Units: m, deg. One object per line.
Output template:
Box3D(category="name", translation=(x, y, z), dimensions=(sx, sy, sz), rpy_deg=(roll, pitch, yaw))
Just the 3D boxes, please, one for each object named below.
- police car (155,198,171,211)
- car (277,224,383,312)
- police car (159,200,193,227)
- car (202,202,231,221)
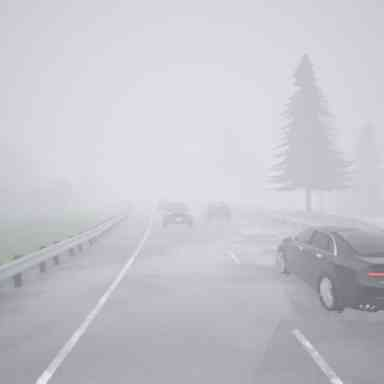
Box3D(category="police car", translation=(-3.487, 1.498, 41.367), dimensions=(1.930, 1.638, 5.238), rpy_deg=(0, 0, -9))
Box3D(category="car", translation=(3.409, 1.515, 7.716), dimensions=(1.837, 1.490, 4.892), rpy_deg=(0, 0, -2))
Box3D(category="police car", translation=(-1.083, 1.544, 23.111), dimensions=(2.038, 1.542, 4.974), rpy_deg=(0, 0, -5))
Box3D(category="car", translation=(1.959, 1.536, 27.716), dimensions=(2.128, 1.511, 4.902), rpy_deg=(0, 0, -6))
